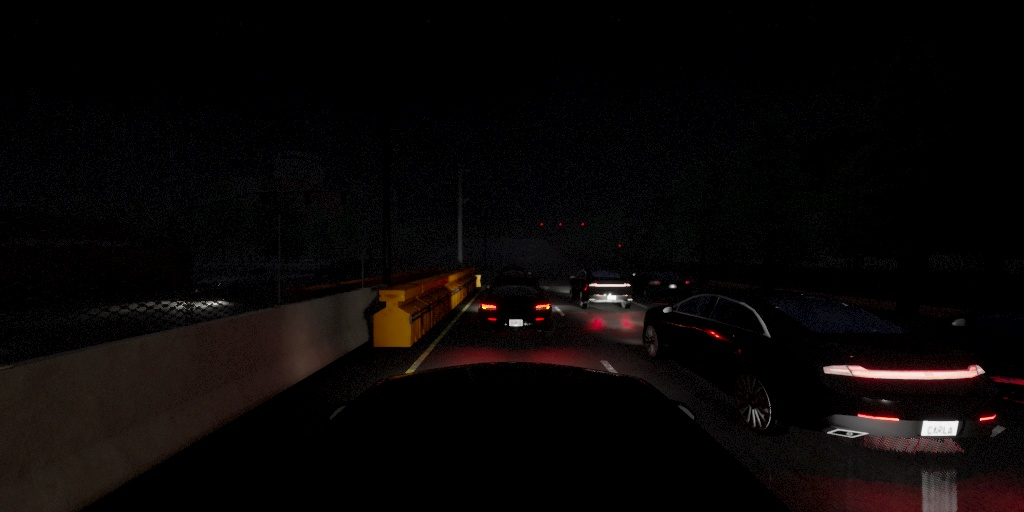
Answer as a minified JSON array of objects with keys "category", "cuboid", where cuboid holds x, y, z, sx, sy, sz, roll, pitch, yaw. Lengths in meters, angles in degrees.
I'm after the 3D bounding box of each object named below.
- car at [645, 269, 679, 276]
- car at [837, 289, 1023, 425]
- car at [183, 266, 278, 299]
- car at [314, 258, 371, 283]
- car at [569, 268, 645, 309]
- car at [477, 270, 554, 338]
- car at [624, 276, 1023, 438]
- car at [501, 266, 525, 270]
[{"category":"car","cuboid":[7.065,1.313,17.778,1.994,1.385,4.181,0,0,0]},{"category":"car","cuboid":[7.095,1.315,4.635,1.994,1.385,4.181,0,0,0]},{"category":"car","cuboid":[-14.078,1.275,18.360,1.812,1.442,4.674,0,0,0]},{"category":"car","cuboid":[-10.547,0.865,22.650,1.837,1.490,4.892,0,0,0]},{"category":"car","cuboid":[3.560,1.242,14.972,2.128,1.511,4.902,0,0,2]},{"category":"car","cuboid":[0.078,1.276,10.037,1.812,1.442,4.674,0,0,0]},{"category":"car","cuboid":[3.596,1.242,5.452,2.128,1.511,4.902,0,0,0]},{"category":"car","cuboid":[0.061,1.276,19.102,1.812,1.442,4.674,0,0,0]}]
